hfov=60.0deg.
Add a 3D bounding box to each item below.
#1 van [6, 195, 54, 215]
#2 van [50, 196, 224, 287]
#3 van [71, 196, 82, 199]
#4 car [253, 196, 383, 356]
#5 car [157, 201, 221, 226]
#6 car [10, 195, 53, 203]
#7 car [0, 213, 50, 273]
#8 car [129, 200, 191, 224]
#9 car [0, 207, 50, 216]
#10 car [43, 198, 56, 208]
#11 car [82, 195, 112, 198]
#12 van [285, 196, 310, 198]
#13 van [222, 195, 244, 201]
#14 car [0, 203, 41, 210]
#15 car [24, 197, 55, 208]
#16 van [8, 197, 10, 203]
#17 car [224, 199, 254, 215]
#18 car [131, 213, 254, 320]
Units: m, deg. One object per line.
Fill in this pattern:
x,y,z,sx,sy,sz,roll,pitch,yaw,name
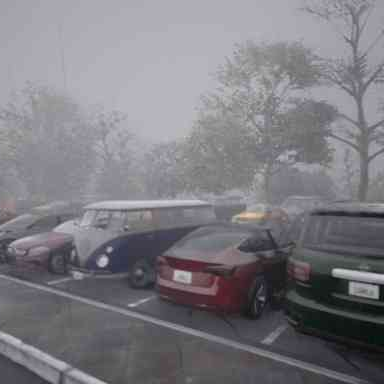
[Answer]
-18.152,1.393,37.462,1.878,1.987,4.442,-1,0,36,van
-1.150,1.212,8.930,1.878,1.987,4.442,0,0,36,van
-9.044,1.311,30.946,1.878,1.987,4.442,0,0,36,van
3.437,1.173,5.827,2.435,2.045,5.566,1,0,36,car
-0.101,1.481,24.398,2.231,1.521,4.892,0,0,36,car
-15.852,1.336,35.707,2.435,2.045,5.566,-1,0,36,car
-3.337,1.492,10.642,2.002,1.452,4.674,0,0,36,car
-2.354,1.494,26.011,2.097,1.535,5.008,0,0,36,car
-5.615,1.496,12.231,2.163,1.488,4.792,0,0,36,car
-11.368,1.552,32.457,2.231,1.521,4.892,0,0,36,car
-6.877,1.397,29.213,2.185,1.767,4.553,0,0,36,car
6.591,1.211,19.474,1.878,1.987,4.442,0,0,36,van
2.222,1.240,22.887,1.878,1.987,4.442,0,0,36,van
-10.110,1.495,15.490,2.097,1.535,5.008,0,0,36,car
-13.722,1.564,33.922,1.946,1.575,5.366,-1,0,36,car
-12.304,1.283,17.196,1.878,1.987,4.442,0,0,36,van
4.302,1.448,21.029,1.946,1.575,5.366,0,0,36,car
1.199,1.453,7.430,2.163,1.488,4.792,0,0,36,car
